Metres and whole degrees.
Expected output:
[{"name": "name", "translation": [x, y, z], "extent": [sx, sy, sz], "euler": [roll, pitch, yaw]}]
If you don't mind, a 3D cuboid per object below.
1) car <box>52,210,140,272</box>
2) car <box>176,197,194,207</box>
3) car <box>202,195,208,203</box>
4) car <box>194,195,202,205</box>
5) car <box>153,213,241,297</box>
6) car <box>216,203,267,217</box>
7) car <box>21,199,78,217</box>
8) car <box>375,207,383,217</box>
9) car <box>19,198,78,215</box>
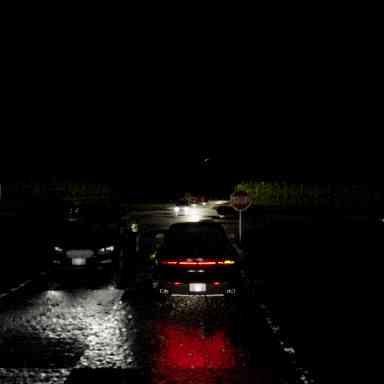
[{"name": "car", "translation": [-2.880, 1.492, 10.856], "extent": [2.128, 1.511, 4.902], "euler": [0, 0, 0]}, {"name": "car", "translation": [-1.278, 1.623, 51.592], "extent": [1.895, 1.301, 4.718], "euler": [0, 0, 6]}, {"name": "car", "translation": [2.079, 1.407, 71.573], "extent": [2.097, 1.767, 4.553], "euler": [0, 0, 12]}, {"name": "car", "translation": [0.109, 1.597, 61.482], "extent": [1.994, 1.385, 4.181], "euler": [0, 0, 9]}, {"name": "car", "translation": [0.096, 1.506, 8.534], "extent": [1.837, 1.490, 4.892], "euler": [0, 0, 0]}, {"name": "car", "translation": [4.634, 1.648, 31.718], "extent": [4.718, 1.301, 1.895], "euler": [0, 0, 4]}, {"name": "car", "translation": [-12.293, 1.428, 28.886], "extent": [4.892, 1.490, 1.837], "euler": [0, -1, 8]}, {"name": "car", "translation": [19.537, 1.617, 30.460], "extent": [5.008, 1.535, 1.882], "euler": [0, 0, 5]}, {"name": "car", "translation": [-14.144, 1.413, 33.053], "extent": [4.902, 1.511, 2.128], "euler": [0, 0, -3]}]
